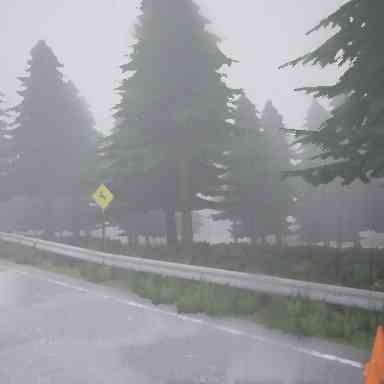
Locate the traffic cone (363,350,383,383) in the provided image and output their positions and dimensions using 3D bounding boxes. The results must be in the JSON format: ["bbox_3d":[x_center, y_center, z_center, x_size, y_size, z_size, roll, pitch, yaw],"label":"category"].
[{"bbox_3d":[1.784,1.956,3.273,0.340,0.580,0.340,0,0,33],"label":"traffic cone"}]

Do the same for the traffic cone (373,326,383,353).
[{"bbox_3d":[2.328,1.956,4.109,0.340,0.580,0.340,0,0,34],"label":"traffic cone"}]
